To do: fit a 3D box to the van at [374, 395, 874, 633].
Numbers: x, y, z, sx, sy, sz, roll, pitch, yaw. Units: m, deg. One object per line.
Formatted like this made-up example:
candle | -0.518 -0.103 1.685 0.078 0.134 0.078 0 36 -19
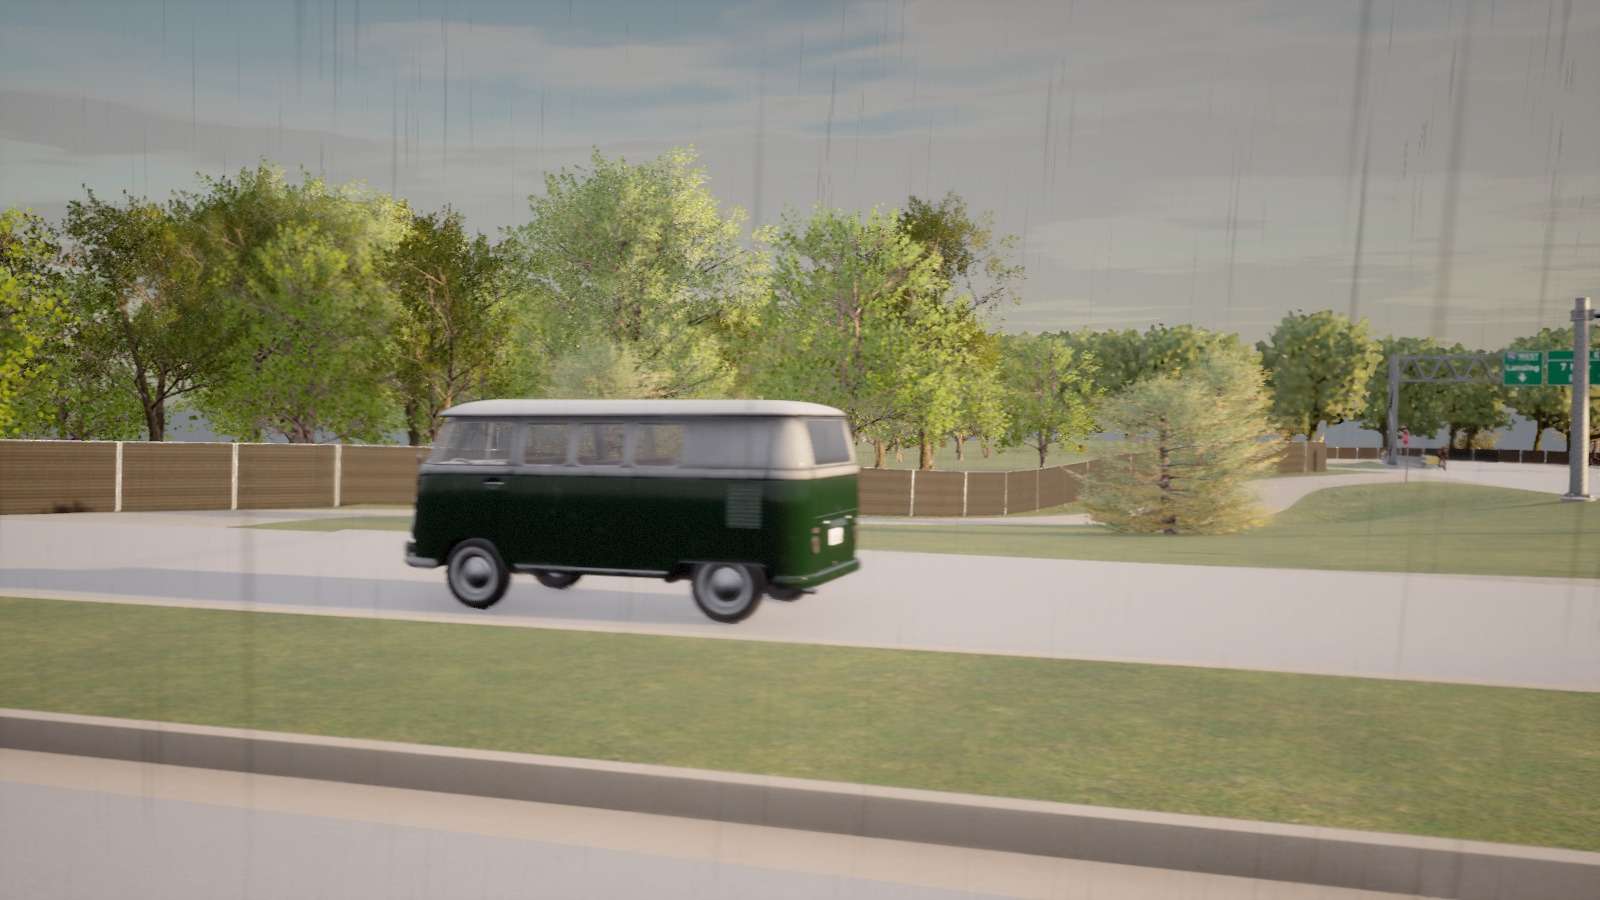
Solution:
van | -1.683 0.487 12.092 4.442 1.987 1.775 1 1 20
